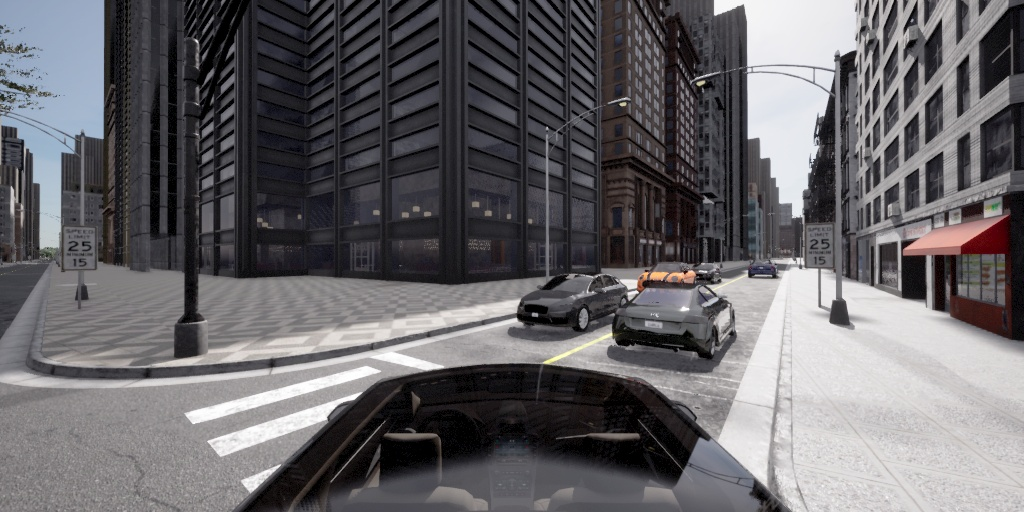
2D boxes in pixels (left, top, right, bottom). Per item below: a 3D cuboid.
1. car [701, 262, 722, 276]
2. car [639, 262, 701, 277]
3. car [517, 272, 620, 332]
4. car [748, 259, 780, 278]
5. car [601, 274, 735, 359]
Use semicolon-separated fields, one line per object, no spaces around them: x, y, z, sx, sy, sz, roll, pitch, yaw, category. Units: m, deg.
14.695;1.259;27.379;1.837;1.490;4.892;0;0;38;car
8.398;1.111;19.302;2.097;1.767;4.553;0;0;38;car
2.084;1.268;11.185;1.837;1.490;4.892;0;0;38;car
23.601;1.084;33.697;2.097;1.767;4.553;0;0;38;car
4.006;1.312;8.606;1.994;1.385;4.181;0;0;38;car
